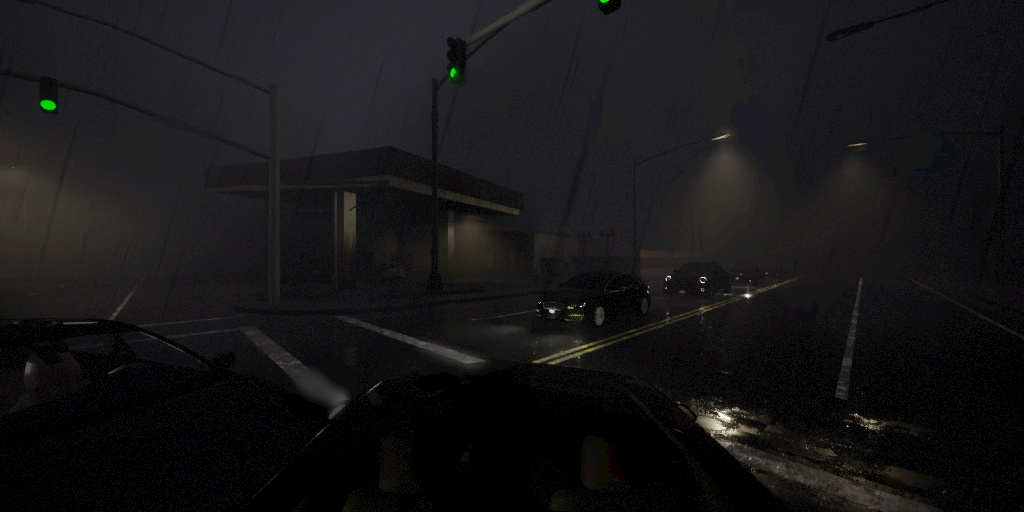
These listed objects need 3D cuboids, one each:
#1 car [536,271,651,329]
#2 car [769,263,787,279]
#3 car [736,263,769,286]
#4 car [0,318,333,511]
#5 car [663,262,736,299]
[{"bbox_3d":[2.776,1.255,11.495,1.837,1.490,4.892,0,0,44],"label":"car"},{"bbox_3d":[23.484,1.314,32.494,1.994,1.385,4.181,0,0,45],"label":"car"},{"bbox_3d":[16.416,1.314,25.376,1.994,1.385,4.181,0,0,44],"label":"car"},{"bbox_3d":[-3.443,1.242,2.419,4.902,1.511,2.128,0,0,14],"label":"car"},{"bbox_3d":[9.552,1.102,18.402,2.097,1.767,4.553,0,0,45],"label":"car"}]
